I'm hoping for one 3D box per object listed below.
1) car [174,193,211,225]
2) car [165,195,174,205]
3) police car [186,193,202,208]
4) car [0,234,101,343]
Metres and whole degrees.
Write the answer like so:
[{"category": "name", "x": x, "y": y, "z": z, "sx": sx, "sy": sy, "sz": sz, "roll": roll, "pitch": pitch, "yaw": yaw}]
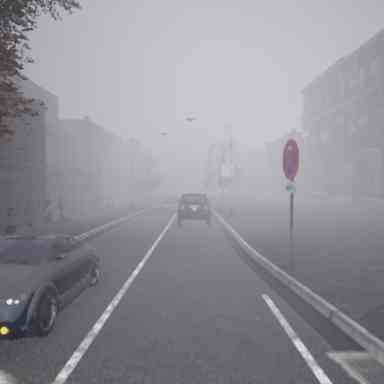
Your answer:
[{"category": "car", "x": 0.144, "y": 1.073, "z": 22.684, "sx": 2.150, "sy": 2.045, "sz": 5.566, "roll": 0, "pitch": 1, "yaw": 0}, {"category": "car", "x": -2.894, "y": 1.095, "z": 48.456, "sx": 2.033, "sy": 1.411, "sz": 5.357, "roll": 0, "pitch": 1, "yaw": 1}, {"category": "police car", "x": 0.246, "y": 1.049, "z": 41.937, "sx": 1.930, "sy": 1.638, "sz": 5.238, "roll": 0, "pitch": 1, "yaw": 0}, {"category": "car", "x": -3.222, "y": 1.546, "z": 6.458, "sx": 1.994, "sy": 1.385, "sz": 4.181, "roll": 0, "pitch": 0, "yaw": 0}]
